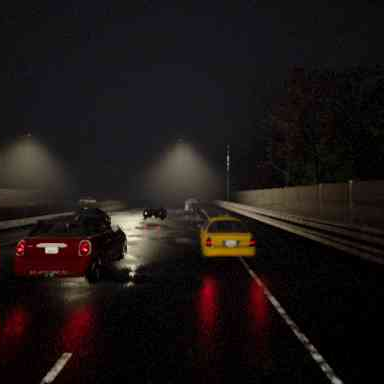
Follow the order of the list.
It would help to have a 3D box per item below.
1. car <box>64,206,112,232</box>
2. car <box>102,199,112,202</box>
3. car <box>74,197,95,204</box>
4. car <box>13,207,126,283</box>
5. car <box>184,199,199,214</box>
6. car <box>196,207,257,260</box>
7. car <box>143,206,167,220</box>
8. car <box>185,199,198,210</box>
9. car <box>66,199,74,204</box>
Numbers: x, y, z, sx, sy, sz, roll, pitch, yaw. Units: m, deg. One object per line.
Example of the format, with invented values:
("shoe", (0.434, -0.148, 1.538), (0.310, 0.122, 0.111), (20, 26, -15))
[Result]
("car", (-6.929, 1.772, 22.674), (1.812, 1.442, 4.674), (0, -1, 0))
("car", (-17.590, 2.306, 69.017), (2.128, 1.511, 4.902), (0, -1, 0))
("car", (-21.087, 1.976, 66.762), (2.150, 2.045, 5.566), (0, -1, 0))
("car", (-3.414, 1.460, 10.204), (2.097, 1.767, 4.553), (0, -1, 0))
("car", (0.029, 1.988, 42.222), (1.812, 1.442, 4.674), (0, -1, 0))
("car", (1.208, 1.594, 12.900), (1.801, 1.575, 5.366), (0, -1, 0))
("car", (-3.440, 1.946, 31.646), (1.895, 1.301, 4.718), (0, -1, 0))
("car", (-0.069, 1.936, 52.847), (2.097, 1.767, 4.553), (0, -1, 0))
("car", (-24.590, 2.259, 69.008), (1.882, 1.535, 5.008), (0, -1, 0))
